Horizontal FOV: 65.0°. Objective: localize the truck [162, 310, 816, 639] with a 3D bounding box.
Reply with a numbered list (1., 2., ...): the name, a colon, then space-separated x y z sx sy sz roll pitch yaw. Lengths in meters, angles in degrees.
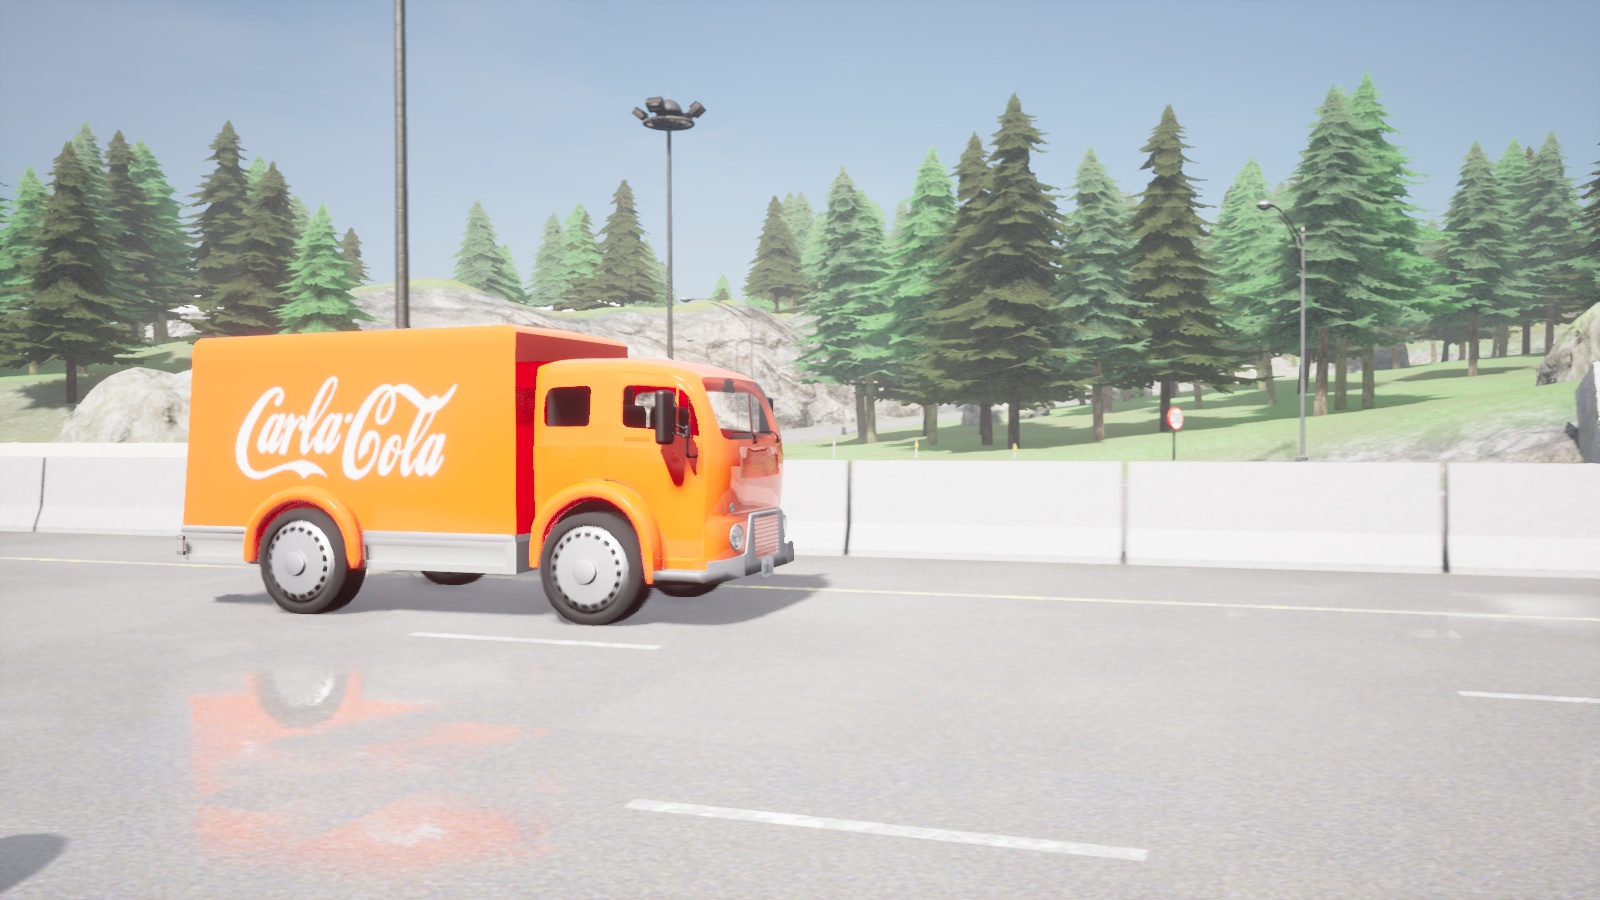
1. truck: -2.742 0.145 11.493 5.204 2.467 2.627 1 1 19
